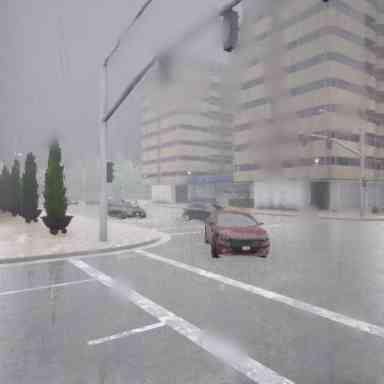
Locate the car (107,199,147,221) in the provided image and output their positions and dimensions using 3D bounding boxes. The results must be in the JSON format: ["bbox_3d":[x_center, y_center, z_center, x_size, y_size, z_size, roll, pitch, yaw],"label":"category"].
[{"bbox_3d":[-5.414,1.564,27.618,1.994,1.385,4.181,0,0,-35],"label":"car"}]

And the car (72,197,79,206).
[{"bbox_3d":[-20.126,1.493,54.938,2.128,1.511,4.902,0,0,-35],"label":"car"}]

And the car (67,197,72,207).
[{"bbox_3d":[-19.271,1.547,47.504,2.033,1.411,5.357,0,0,-35],"label":"car"}]

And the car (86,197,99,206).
[{"bbox_3d":[-16.407,1.564,55.918,1.994,1.385,4.181,0,0,-35],"label":"car"}]

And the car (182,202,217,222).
[{"bbox_3d":[1.156,1.504,24.443,1.837,1.490,4.892,0,0,-36],"label":"car"}]

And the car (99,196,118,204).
[{"bbox_3d":[-8.804,1.506,38.583,1.837,1.490,4.892,0,0,-35],"label":"car"}]

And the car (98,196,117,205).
[{"bbox_3d":[-15.555,1.525,60.807,1.812,1.442,4.674,0,0,-35],"label":"car"}]

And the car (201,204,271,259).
[{"bbox_3d":[1.603,1.478,12.861,1.882,1.535,5.008,1,0,-2],"label":"car"}]
